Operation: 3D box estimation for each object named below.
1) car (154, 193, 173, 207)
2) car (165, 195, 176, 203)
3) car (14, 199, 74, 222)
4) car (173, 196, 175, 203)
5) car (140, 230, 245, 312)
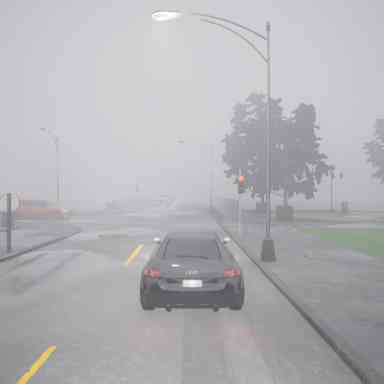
[{"bbox_3d":[-4.511,1.221,51.016,2.150,2.045,5.566,0,0,-1],"label":"car"},{"bbox_3d":[-4.577,1.525,71.510,2.128,1.511,4.902,0,0,0],"label":"car"},{"bbox_3d":[-11.571,1.351,25.673,4.553,1.767,2.097,0,0,-3],"label":"car"},{"bbox_3d":[-4.557,1.547,61.267,2.033,1.411,5.357,0,0,0],"label":"car"},{"bbox_3d":[0.001,1.564,7.801,1.994,1.385,4.181,0,0,0],"label":"car"}]
